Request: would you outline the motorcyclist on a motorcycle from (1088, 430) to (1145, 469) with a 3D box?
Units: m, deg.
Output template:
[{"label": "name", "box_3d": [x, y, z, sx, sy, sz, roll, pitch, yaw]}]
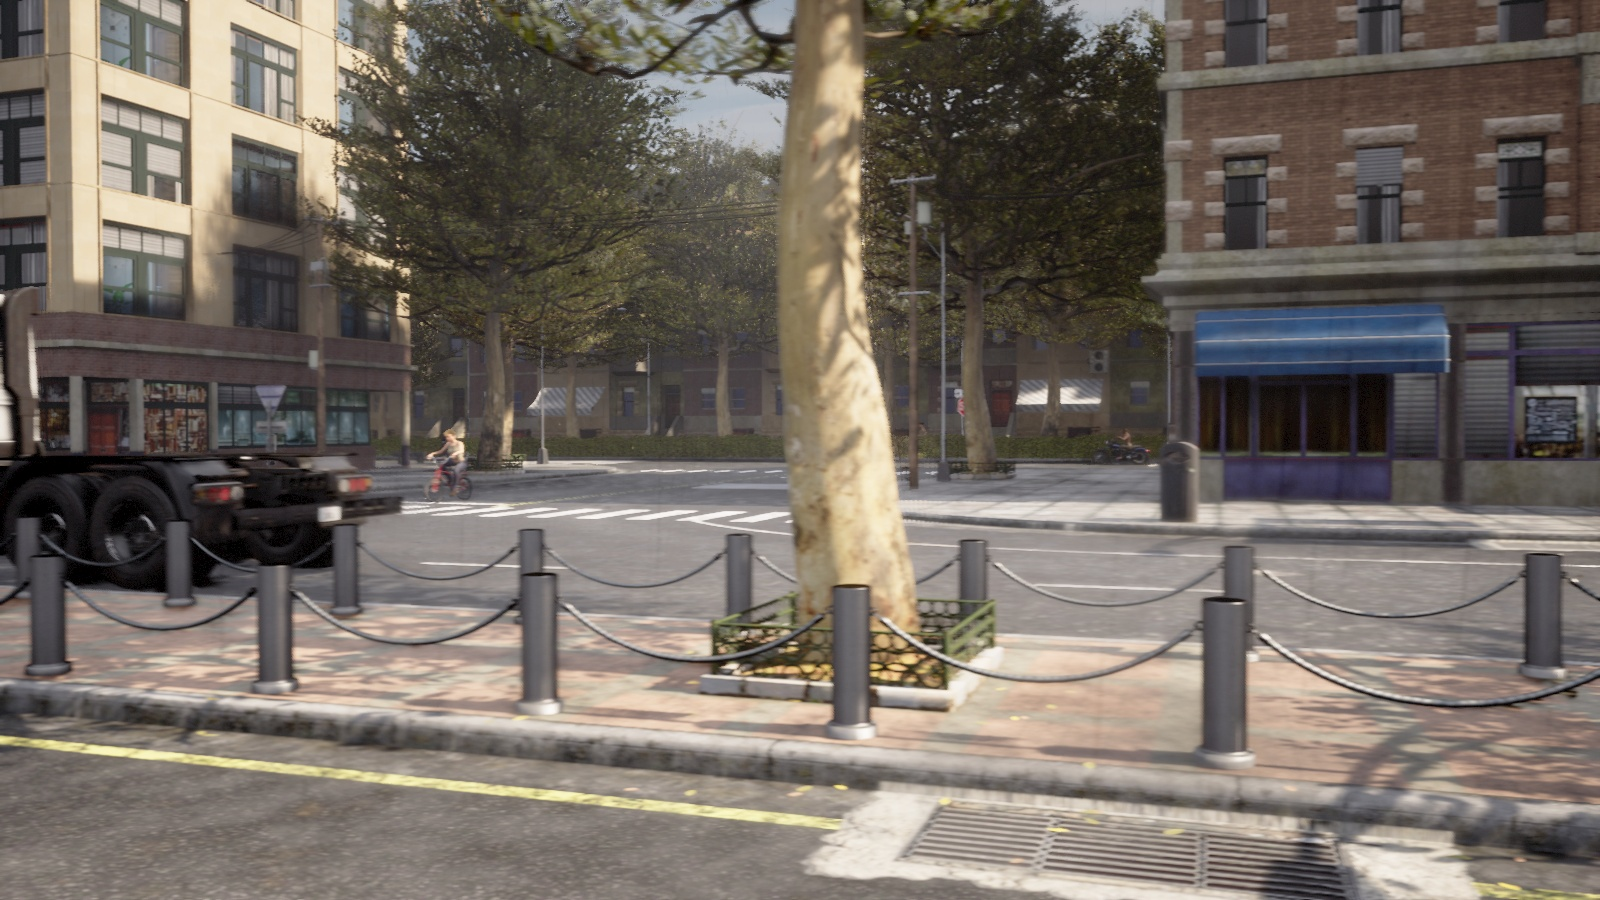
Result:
[{"label": "motorcyclist on a motorcycle", "box_3d": [13.640, -0.039, 54.162, 2.350, 1.649, 0.766, 0, 1, 10]}]

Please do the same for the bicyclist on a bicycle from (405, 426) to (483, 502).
[{"label": "bicyclist on a bicycle", "box_3d": [-7.904, 0.287, 27.939, 0.866, 1.612, 1.509, 0, 2, 26]}]

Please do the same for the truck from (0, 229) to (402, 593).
[{"label": "truck", "box_3d": [-8.884, -0.423, 14.607, 7.936, 3.462, 2.891, 1, 1, 19]}]
